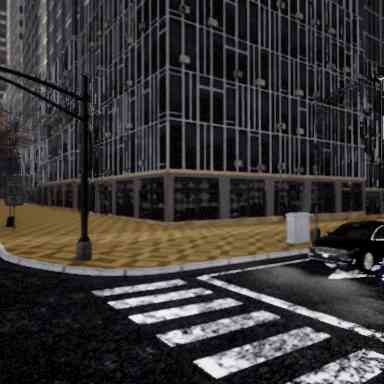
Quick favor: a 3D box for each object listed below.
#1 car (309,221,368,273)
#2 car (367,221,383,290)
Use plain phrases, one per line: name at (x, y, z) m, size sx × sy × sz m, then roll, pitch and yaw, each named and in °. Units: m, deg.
car at (6.279, 1.838, 12.119) m, size 4.892 × 1.490 × 1.837 m, roll 1°, pitch -1°, yaw -35°
car at (6.678, 1.622, 8.392) m, size 4.553 × 1.767 × 2.097 m, roll 1°, pitch -1°, yaw -36°
